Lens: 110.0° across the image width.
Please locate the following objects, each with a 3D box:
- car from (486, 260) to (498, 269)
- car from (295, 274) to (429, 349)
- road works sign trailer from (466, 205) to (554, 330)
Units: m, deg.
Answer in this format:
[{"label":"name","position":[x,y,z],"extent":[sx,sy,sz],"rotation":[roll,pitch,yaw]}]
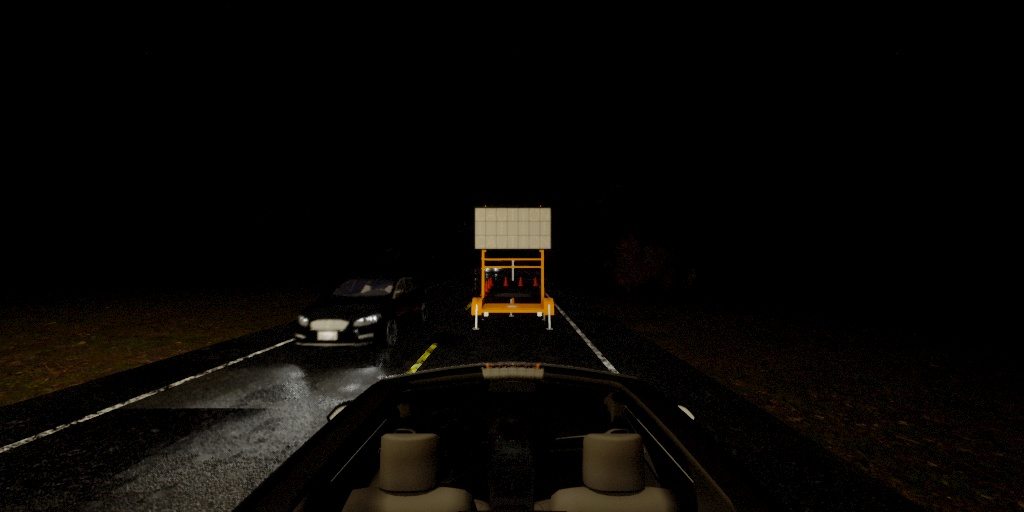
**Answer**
[{"label":"car","position":[-3.324,1.291,59.180],"extent":[1.837,1.490,4.892],"rotation":[0,0,0]},{"label":"car","position":[-3.477,1.242,9.218],"extent":[2.128,1.511,4.902],"rotation":[0,0,0]},{"label":"road works sign trailer","position":[0.028,0.215,11.140],"extent":[2.380,3.560,2.880],"rotation":[0,0,0]}]
